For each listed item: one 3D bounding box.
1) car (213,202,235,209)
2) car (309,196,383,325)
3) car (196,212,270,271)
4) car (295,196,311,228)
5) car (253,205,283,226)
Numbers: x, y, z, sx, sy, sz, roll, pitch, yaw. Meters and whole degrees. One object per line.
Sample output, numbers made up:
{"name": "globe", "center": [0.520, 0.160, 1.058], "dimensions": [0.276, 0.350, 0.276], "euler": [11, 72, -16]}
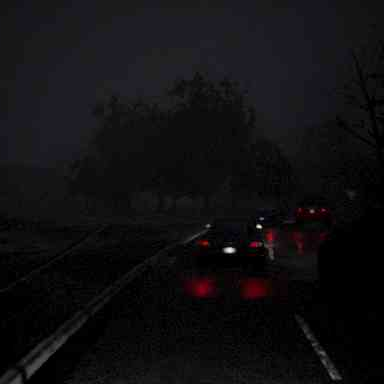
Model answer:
{"name": "car", "center": [6.584, 2.838, 68.235], "dimensions": [4.674, 1.442, 1.812], "euler": [-1, -2, 35]}
{"name": "car", "center": [3.795, 1.218, 5.341], "dimensions": [2.150, 2.045, 5.566], "euler": [0, 1, 5]}
{"name": "car", "center": [1.357, 1.563, 11.035], "dimensions": [1.994, 1.385, 4.181], "euler": [0, 0, 10]}
{"name": "car", "center": [8.348, 1.314, 22.899], "dimensions": [2.150, 2.045, 5.566], "euler": [-1, -1, 22]}
{"name": "car", "center": [5.576, 1.658, 24.608], "dimensions": [1.812, 1.442, 4.674], "euler": [-1, -1, 22]}
